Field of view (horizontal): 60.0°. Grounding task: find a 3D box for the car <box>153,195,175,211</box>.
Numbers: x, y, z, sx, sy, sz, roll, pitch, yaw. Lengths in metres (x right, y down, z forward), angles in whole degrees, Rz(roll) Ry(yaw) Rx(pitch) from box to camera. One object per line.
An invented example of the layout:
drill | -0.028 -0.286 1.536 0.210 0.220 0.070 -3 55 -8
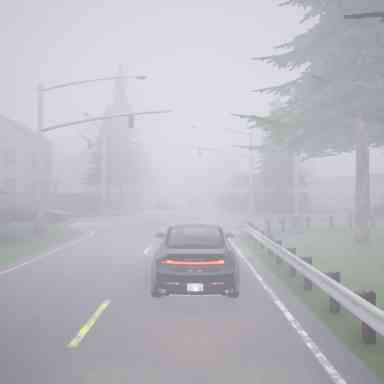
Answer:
car | -3.525 1.505 41.726 1.837 1.490 4.892 0 0 0

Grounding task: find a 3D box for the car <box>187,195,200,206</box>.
car | 0.188 1.351 55.495 2.097 1.767 4.553 0 0 0

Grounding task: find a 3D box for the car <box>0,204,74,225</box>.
car | -11.196 1.532 23.266 5.357 1.411 2.033 0 0 0

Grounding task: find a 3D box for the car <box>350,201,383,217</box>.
car | 15.326 1.489 26.742 4.892 1.490 1.837 0 0 0

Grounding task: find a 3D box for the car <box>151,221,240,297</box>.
car | 0.078 1.505 8.533 1.837 1.490 4.892 0 0 0
